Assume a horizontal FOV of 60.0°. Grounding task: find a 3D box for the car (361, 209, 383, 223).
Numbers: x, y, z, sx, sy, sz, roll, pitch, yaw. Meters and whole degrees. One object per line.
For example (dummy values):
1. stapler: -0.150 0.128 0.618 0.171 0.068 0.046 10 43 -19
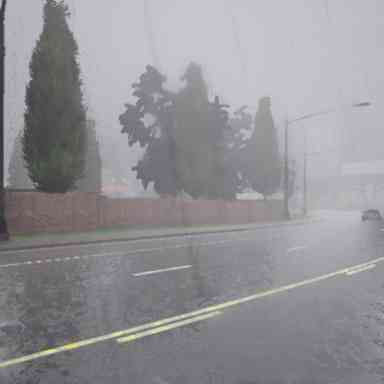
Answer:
1. car: 19.873 2.588 36.688 1.812 1.442 4.674 0 -2 29
